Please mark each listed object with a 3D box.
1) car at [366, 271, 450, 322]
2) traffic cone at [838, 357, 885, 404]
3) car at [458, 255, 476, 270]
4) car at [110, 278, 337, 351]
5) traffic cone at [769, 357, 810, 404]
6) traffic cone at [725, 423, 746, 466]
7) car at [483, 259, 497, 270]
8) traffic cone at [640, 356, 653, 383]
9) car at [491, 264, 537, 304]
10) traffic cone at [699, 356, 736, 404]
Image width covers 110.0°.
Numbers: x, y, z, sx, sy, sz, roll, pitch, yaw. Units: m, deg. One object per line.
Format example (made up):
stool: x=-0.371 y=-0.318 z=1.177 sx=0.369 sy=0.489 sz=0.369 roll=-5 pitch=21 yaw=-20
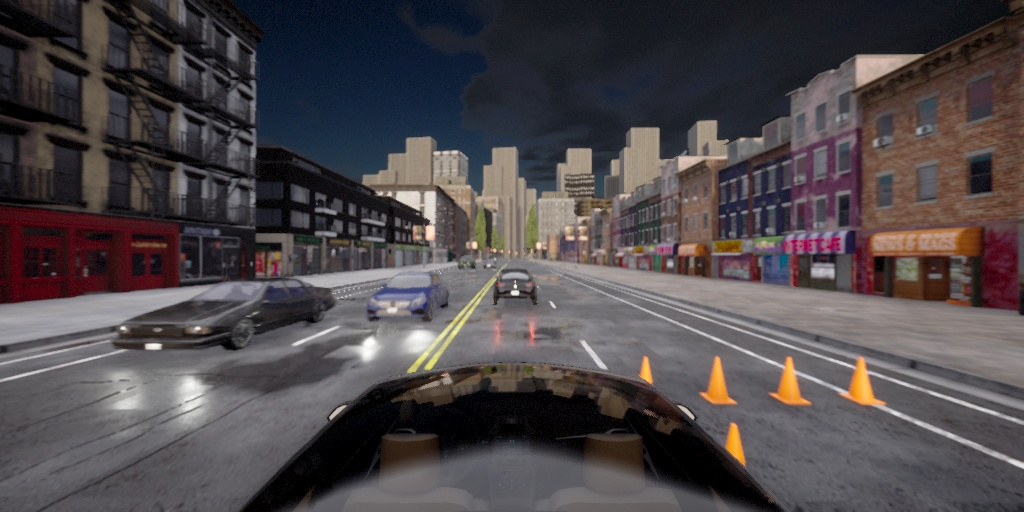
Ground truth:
car: x=-3.328 y=1.256 z=12.327 sx=1.812 sy=1.442 sz=4.674 roll=0 pitch=0 yaw=0
traffic cone: x=4.872 y=1.706 z=5.011 sx=0.340 sy=0.580 sz=0.340 roll=0 pitch=0 yaw=0
car: x=-6.449 y=0.922 z=52.128 sx=2.150 sy=2.045 sz=5.566 roll=0 pitch=0 yaw=1
car: x=-6.587 y=1.279 z=9.250 sx=2.033 sy=1.411 sz=5.357 roll=0 pitch=0 yaw=0
traffic cone: x=3.872 y=1.705 z=5.014 sx=0.340 sy=0.580 sz=0.340 roll=0 pitch=0 yaw=0
traffic cone: x=1.867 y=1.706 z=3.018 sx=0.340 sy=0.580 sz=0.340 roll=0 pitch=0 yaw=0
car: x=-3.209 y=1.193 z=52.674 sx=2.128 sy=1.511 sz=4.902 roll=0 pitch=0 yaw=0
traffic cone: x=1.872 y=1.703 z=5.018 sx=0.340 sy=0.580 sz=0.340 roll=0 pitch=0 yaw=0
car: x=0.128 y=1.255 z=16.107 sx=1.812 sy=1.442 sz=4.674 roll=0 pitch=0 yaw=0
traffic cone: x=2.872 y=1.704 z=5.016 sx=0.340 sy=0.580 sz=0.340 roll=0 pitch=0 yaw=0
